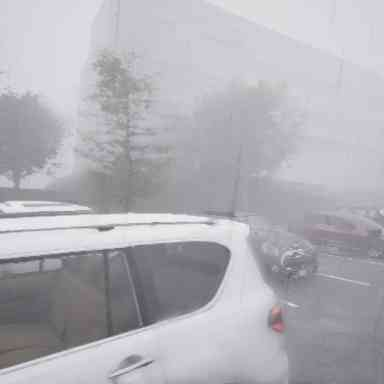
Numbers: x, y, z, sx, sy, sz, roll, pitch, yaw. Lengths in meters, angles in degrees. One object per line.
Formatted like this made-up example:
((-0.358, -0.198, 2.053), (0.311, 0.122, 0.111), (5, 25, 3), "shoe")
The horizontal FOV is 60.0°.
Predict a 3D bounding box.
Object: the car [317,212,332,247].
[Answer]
((1.436, 1.394, 10.023), (2.185, 1.767, 4.553), (0, 0, -35), "car")

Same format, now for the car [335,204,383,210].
((8.364, 1.444, 14.957), (2.185, 1.767, 4.553), (0, 0, -35), "car")

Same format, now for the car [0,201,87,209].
((-2.978, 1.237, 6.806), (2.435, 2.045, 5.566), (0, 0, -35), "car")

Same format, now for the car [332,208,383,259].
((6.122, 1.583, 13.284), (2.163, 1.488, 4.792), (0, 0, -35), "car")

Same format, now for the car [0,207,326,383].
((-1.769, 1.219, 2.116), (5.566, 2.045, 2.150), (0, 0, -35), "car")
